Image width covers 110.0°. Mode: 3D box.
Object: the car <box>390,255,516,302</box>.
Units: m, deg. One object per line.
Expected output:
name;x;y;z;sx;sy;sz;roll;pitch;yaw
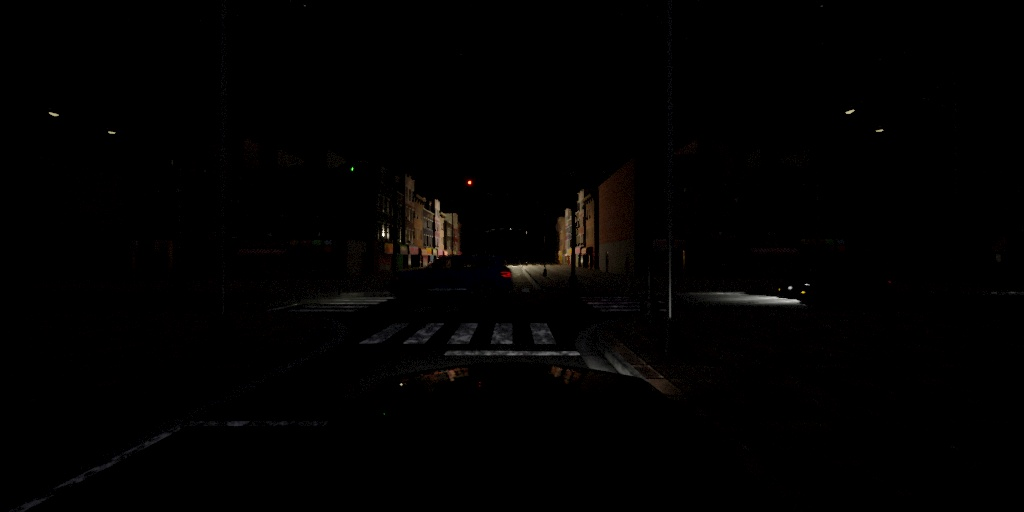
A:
car;-2.709;0.987;16.688;5.566;2.045;2.150;0;0;0

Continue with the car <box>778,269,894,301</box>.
car;14.923;1.296;16.654;4.181;1.385;1.994;0;0;0
